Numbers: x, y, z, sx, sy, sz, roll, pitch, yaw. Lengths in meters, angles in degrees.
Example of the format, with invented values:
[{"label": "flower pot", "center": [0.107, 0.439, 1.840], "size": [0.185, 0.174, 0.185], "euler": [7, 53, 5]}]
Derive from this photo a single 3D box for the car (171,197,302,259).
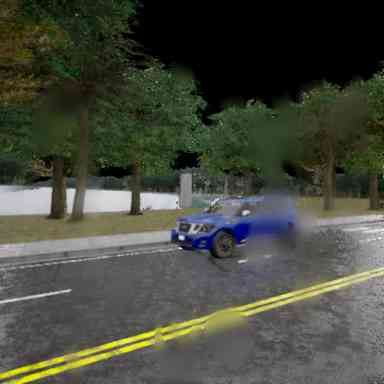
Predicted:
[{"label": "car", "center": [1.902, 1.207, 12.911], "size": [5.566, 2.045, 2.150], "euler": [0, 0, -35]}]
